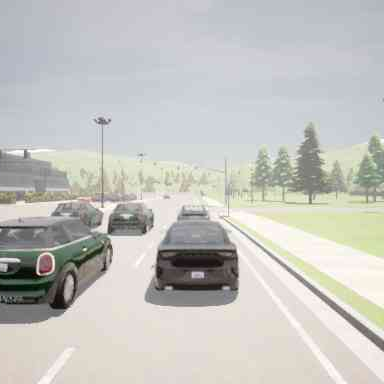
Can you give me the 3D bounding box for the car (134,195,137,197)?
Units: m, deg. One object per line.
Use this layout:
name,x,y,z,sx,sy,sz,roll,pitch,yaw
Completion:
car,-16.154,1.555,90.890,2.128,1.511,4.902,0,0,0

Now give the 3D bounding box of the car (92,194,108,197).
car,-19.682,1.576,71.301,1.994,1.385,4.181,0,0,0

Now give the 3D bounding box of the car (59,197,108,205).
car,-6.947,1.358,20.462,2.097,1.767,4.553,0,0,-1

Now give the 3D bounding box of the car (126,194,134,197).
car,-16.168,1.382,80.885,2.097,1.767,4.553,0,0,0

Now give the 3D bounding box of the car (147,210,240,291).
car,0.111,1.481,9.065,1.882,1.535,5.008,0,0,0

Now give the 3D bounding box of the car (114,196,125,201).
car,-19.655,1.624,90.063,1.895,1.301,4.718,0,0,0

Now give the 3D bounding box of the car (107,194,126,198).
car,-16.181,1.523,71.711,1.837,1.490,4.892,0,0,0

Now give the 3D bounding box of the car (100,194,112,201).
car,-23.155,1.384,89.955,2.097,1.767,4.553,0,0,0

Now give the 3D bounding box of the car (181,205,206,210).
car,0.074,1.499,19.685,2.128,1.511,4.902,0,0,-1

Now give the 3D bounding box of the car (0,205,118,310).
car,-3.390,1.354,7.975,2.097,1.767,4.553,0,0,0

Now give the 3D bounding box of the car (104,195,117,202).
car,-19.669,1.504,80.056,1.882,1.535,5.008,0,0,0

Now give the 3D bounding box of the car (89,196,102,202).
car,-23.170,1.578,79.794,1.994,1.385,4.181,0,0,0

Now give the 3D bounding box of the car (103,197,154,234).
car,-3.434,1.358,19.478,2.097,1.767,4.553,0,0,0

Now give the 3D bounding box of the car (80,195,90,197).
car,-23.181,1.378,71.465,2.097,1.767,4.553,0,0,0
